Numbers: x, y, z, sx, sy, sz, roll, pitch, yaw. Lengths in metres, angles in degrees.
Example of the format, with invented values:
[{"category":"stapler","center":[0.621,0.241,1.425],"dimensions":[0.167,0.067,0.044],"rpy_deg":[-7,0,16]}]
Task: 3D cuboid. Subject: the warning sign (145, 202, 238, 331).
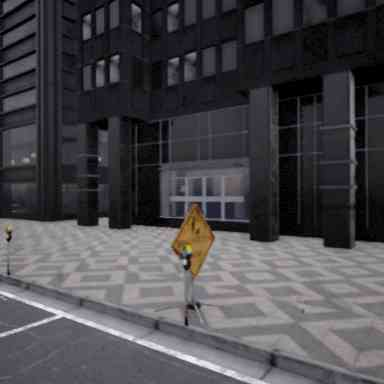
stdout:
[{"category":"warning sign","center":[0.019,1.135,5.788],"dimensions":[1.060,1.860,1.300],"rpy_deg":[0,0,36]}]
